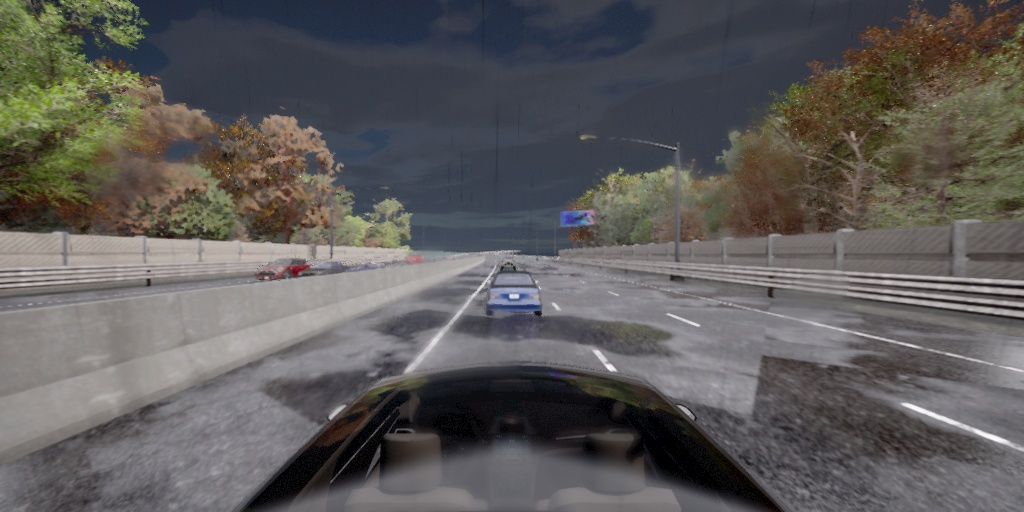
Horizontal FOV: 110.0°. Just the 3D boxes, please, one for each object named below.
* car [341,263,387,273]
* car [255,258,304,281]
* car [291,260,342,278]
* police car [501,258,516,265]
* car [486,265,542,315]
[{"bbox_3d":[-10.804,1.223,27.358,1.895,1.301,4.718,0,0,-1],"label":"car"},{"bbox_3d":[-17.817,0.972,28.205,2.097,1.767,4.553,0,0,-1],"label":"car"},{"bbox_3d":[-14.310,1.168,27.802,2.033,1.411,5.357,0,0,-1],"label":"car"},{"bbox_3d":[-0.480,1.028,45.613,2.038,1.542,4.974,0,0,-1],"label":"police car"},{"bbox_3d":[0.048,1.239,13.217,2.033,1.411,5.357,0,0,0],"label":"car"}]
